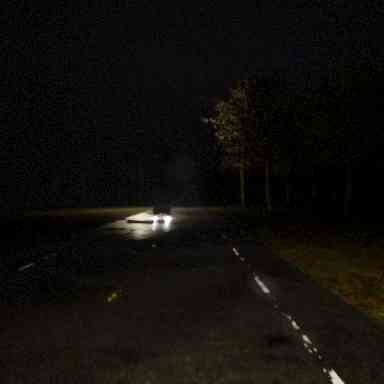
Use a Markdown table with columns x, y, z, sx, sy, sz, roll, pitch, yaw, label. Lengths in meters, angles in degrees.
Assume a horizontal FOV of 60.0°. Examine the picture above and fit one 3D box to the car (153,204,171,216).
| x | y | z | sx | sy | sz | roll | pitch | yaw | label |
| --- | --- | --- | --- | --- | --- | --- | --- | --- | --- |
| -3.559 | 2.111 | 39.835 | 1.895 | 1.301 | 4.718 | 0 | -1 | 0 | car |
